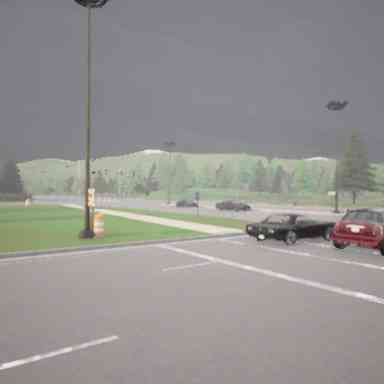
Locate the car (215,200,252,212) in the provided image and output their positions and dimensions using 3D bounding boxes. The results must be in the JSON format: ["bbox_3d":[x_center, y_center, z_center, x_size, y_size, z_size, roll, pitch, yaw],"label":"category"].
[{"bbox_3d":[5.215,1.734,42.871,2.033,1.411,5.357,0,0,-35],"label":"car"}]

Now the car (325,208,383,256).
[{"bbox_3d":[7.816,1.442,13.628,4.553,1.767,2.097,1,0,-35],"label":"car"}]

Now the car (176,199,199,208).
[{"bbox_3d":[-0.749,1.752,51.476,1.994,1.385,4.181,0,0,-34],"label":"car"}]

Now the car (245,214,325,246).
[{"bbox_3d":[4.848,1.685,15.810,4.718,1.301,1.895,0,0,-35],"label":"car"}]
